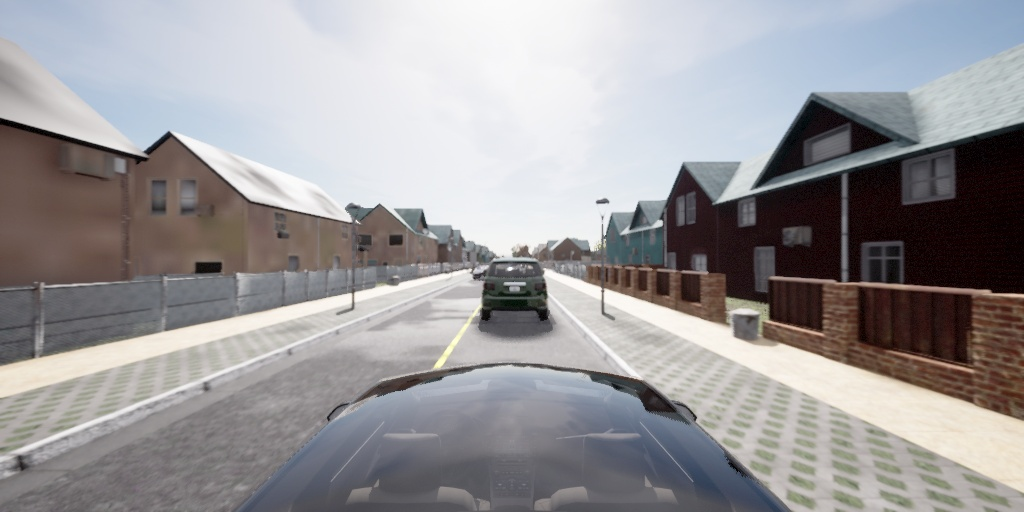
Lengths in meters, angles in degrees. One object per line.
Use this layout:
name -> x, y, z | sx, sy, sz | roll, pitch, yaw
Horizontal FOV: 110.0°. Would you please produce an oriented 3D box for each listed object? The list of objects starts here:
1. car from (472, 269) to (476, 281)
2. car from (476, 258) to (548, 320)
car -> -2.833, 1.671, 35.917 | 2.033, 1.411, 5.357 | 0, -1, 0
car -> 0.091, 1.093, 13.411 | 2.150, 2.045, 5.566 | 0, 0, 0
